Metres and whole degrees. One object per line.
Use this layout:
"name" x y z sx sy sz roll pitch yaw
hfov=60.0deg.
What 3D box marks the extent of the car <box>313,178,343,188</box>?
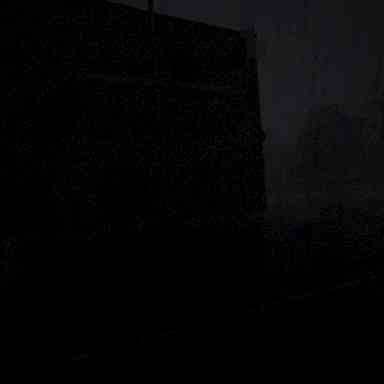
"car" 20.289 -1.380 49.748 4.181 1.385 1.994 -4 2 45
